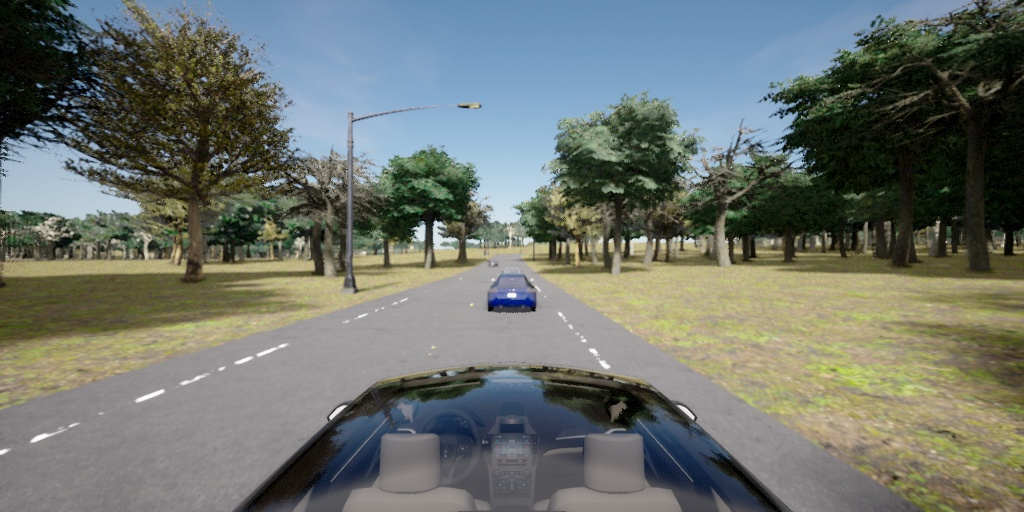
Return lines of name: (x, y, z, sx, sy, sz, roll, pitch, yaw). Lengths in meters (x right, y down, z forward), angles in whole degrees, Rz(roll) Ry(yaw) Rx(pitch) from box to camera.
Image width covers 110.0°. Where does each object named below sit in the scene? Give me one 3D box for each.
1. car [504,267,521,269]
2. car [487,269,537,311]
car: (0.014, 1.606, 30.083, 1.895, 1.301, 4.718, 0, 0, 0)
car: (0.021, 1.440, 15.330, 1.994, 1.385, 4.181, 0, 0, 1)
